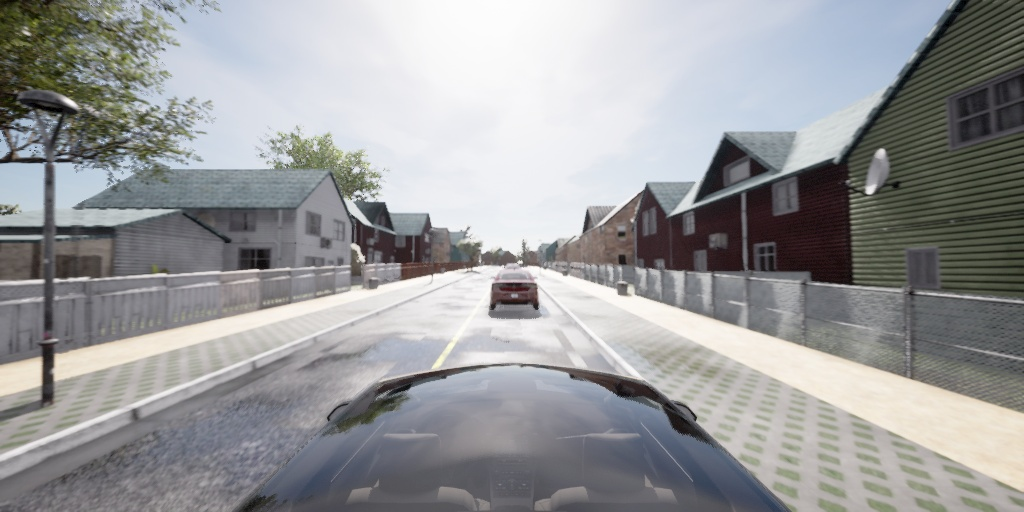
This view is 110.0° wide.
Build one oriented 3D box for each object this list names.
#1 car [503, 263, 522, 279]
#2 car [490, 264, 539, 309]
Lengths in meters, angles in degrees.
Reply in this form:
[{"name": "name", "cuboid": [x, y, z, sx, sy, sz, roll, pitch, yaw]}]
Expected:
[{"name": "car", "cuboid": [0.075, 1.507, 36.888, 1.812, 1.442, 4.674, 0, -1, 0]}, {"name": "car", "cuboid": [0.091, 1.298, 15.404, 1.882, 1.535, 5.008, 0, 0, 0]}]
